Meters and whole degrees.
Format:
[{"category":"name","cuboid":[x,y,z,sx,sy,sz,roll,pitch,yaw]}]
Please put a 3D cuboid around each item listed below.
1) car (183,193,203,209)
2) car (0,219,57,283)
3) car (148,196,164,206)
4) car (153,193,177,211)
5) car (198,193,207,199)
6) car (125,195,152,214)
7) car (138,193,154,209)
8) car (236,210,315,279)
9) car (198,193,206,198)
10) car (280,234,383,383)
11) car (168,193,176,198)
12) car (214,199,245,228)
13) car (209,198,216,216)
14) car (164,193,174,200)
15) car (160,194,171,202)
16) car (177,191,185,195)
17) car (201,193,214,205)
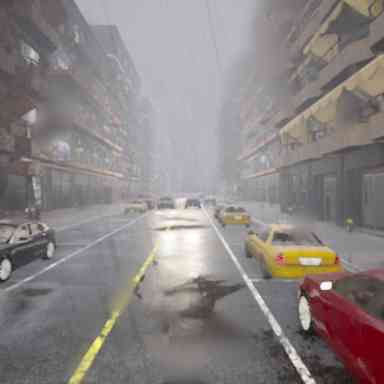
[{"category":"car","cuboid":[0.106,1.251,40.776,1.812,1.442,4.674,0,0,0]},{"category":"car","cuboid":[-5.305,1.486,9.356,2.008,1.369,4.403,1,0,0]},{"category":"car","cuboid":[-5.280,1.254,49.051,1.802,1.307,4.206,1,0,0]},{"category":"car","cuboid":[-2.840,1.225,37.444,1.882,1.535,5.008,0,0,0]},{"category":"car","cuboid":[2.582,1.024,83.103,1.947,1.339,4.313,1,0,0]},{"category":"car","cuboid":[-5.308,1.309,31.868,1.752,1.417,4.829,1,0,0]},{"category":"car","cuboid":[-5.308,1.061,37.708,2.192,1.841,5.009,1,0,0]},{"category":"car","cuboid":[2.575,1.459,9.554,1.752,1.417,4.829,1,0,0]},{"category":"car","cuboid":[2.583,0.969,88.773,1.887,1.381,4.507,1,0,0]},{"category":"car","cuboid":[2.574,1.518,3.713,1.887,1.381,4.507,1,0,0]},{"category":"car","cuboid":[-5.264,0.969,88.746,1.887,1.381,4.507,1,0,0]},{"category":"car","cuboid":[2.576,1.382,20.895,1.752,1.417,4.829,1,0,0]},{"category":"car","cuboid":[2.576,1.402,26.396,1.802,1.307,4.206,1,0,0]},{"category":"car","cuboid":[-5.265,1.044,77.405,2.008,1.369,4.403,1,0,0]},{"category":"car","cuboid":[-5.266,1.108,66.063,1.887,1.381,4.507,1,0,0]},{"category":"car","cuboid":[-2.741,0.605,77.866,1.837,1.490,4.892,0,0,0]},{"category":"car","cuboid":[2.579,1.222,49.078,2.008,1.369,4.403,1,0,0]}]
